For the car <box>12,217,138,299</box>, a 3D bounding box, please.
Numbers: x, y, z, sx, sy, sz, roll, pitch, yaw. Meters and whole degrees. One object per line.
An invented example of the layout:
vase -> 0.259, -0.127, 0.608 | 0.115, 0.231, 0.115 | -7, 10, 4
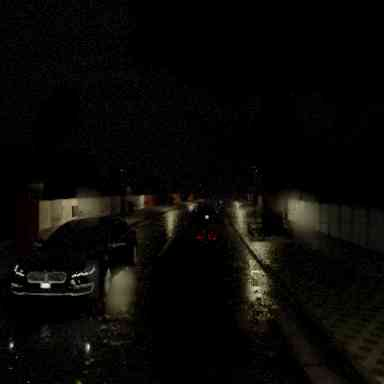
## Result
car -> -2.635, 1.474, 8.591 | 1.837, 1.490, 4.892 | 0, 0, 2

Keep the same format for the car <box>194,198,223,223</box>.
car -> 1.210, 1.437, 25.185 | 1.837, 1.490, 4.892 | 0, 1, 4
